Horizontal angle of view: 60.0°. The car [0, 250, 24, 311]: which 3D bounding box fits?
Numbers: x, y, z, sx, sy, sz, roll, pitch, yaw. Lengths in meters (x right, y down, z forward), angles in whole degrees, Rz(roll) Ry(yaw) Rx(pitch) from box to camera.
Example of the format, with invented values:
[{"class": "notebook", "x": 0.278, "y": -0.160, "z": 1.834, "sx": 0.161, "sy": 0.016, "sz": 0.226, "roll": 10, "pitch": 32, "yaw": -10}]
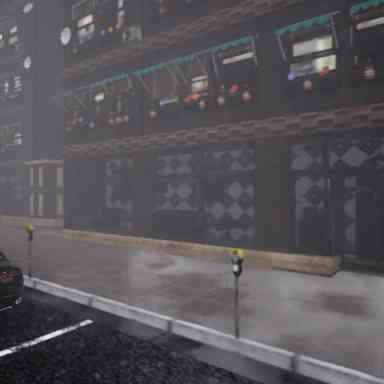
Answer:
[{"class": "car", "x": -4.958, "y": 1.518, "z": 6.435, "sx": 4.403, "sy": 1.369, "sz": 2.008, "roll": 0, "pitch": 0, "yaw": 36}]
